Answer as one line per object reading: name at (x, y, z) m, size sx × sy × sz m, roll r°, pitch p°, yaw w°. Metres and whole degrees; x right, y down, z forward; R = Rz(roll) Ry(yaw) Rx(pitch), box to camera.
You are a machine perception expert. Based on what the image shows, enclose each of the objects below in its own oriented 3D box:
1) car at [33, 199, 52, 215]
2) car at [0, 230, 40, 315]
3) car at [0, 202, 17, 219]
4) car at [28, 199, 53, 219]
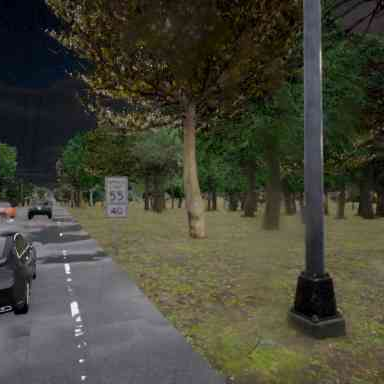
car at (-20.112, 1.921, 44.997) m, size 2.150 × 2.045 × 5.566 m, roll 0°, pitch -1°, yaw -22°
car at (-4.534, 1.602, 7.347) m, size 1.837 × 1.490 × 4.892 m, roll 0°, pitch -1°, yaw -22°
car at (-19.751, 1.905, 34.850) m, size 2.097 × 1.767 × 4.553 m, roll 0°, pitch -1°, yaw -22°
car at (-15.952, 1.742, 35.056) m, size 2.150 × 2.045 × 5.566 m, roll 0°, pitch -1°, yaw -22°
